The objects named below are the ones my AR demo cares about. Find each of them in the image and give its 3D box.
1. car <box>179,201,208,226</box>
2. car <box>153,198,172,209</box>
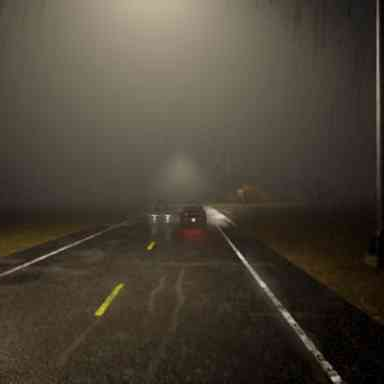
[{"bbox_3d":[0.103,1.631,24.566,1.837,1.490,4.892,0,-1,0],"label":"car"},{"bbox_3d":[-3.495,1.561,39.933,1.837,1.490,4.892,0,0,0],"label":"car"}]
